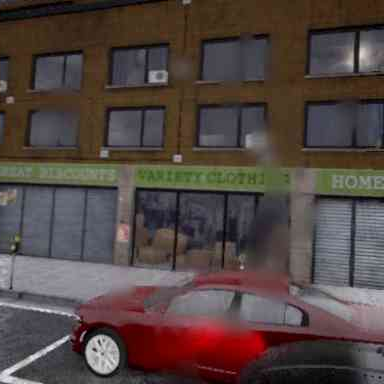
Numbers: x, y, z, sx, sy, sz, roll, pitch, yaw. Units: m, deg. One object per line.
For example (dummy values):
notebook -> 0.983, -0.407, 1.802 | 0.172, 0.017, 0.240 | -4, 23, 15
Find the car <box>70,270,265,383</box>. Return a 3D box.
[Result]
car -> 0.453, 1.840, 4.796 | 4.507, 1.381, 1.887 | 2, -2, 16

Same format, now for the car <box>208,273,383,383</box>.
car -> 2.758, 1.736, 2.222 | 5.008, 1.535, 1.882 | 2, -3, 16
